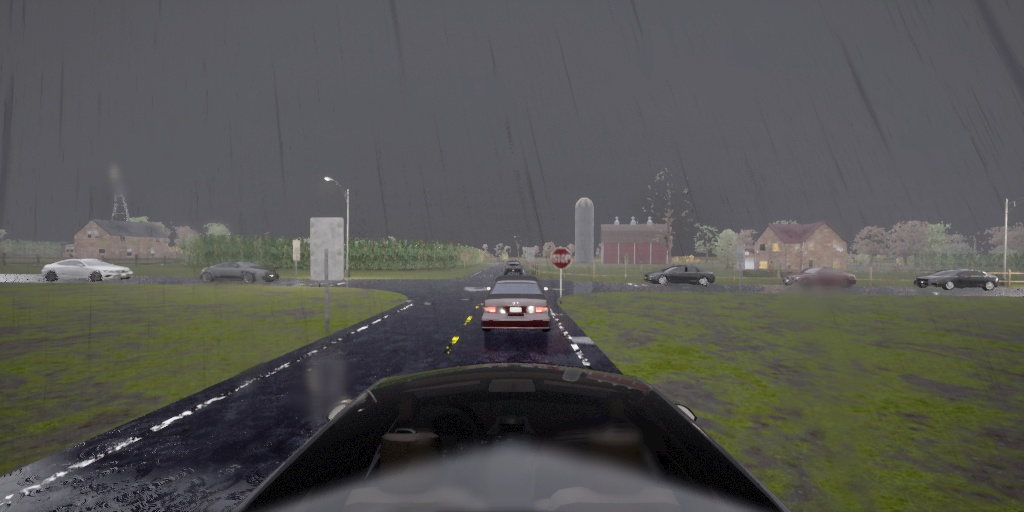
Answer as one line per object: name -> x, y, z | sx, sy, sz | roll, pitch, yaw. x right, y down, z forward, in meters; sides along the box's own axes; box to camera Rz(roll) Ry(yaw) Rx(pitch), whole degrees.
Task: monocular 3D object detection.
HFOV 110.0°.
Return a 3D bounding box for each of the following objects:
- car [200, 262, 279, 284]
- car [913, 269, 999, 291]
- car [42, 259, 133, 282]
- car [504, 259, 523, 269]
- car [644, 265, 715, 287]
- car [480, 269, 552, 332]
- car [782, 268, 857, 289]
car -> -17.792, 1.096, 23.569 | 4.181, 1.385, 1.994 | 1, 1, 0
car -> 32.870, 1.720, 26.601 | 4.892, 1.490, 1.837 | 1, 1, 0
car -> -27.852, 0.908, 23.557 | 4.674, 1.442, 1.812 | 1, 1, 0
car -> 0.162, 1.275, 40.008 | 1.837, 1.490, 4.892 | 0, 0, 1
car -> 12.384, 1.441, 26.645 | 4.892, 1.490, 1.837 | 1, 1, 2
car -> 0.147, 1.298, 10.851 | 2.033, 1.411, 5.357 | 0, 0, 1
car -> 22.772, 1.604, 26.594 | 4.674, 1.442, 1.812 | 1, 1, 0
